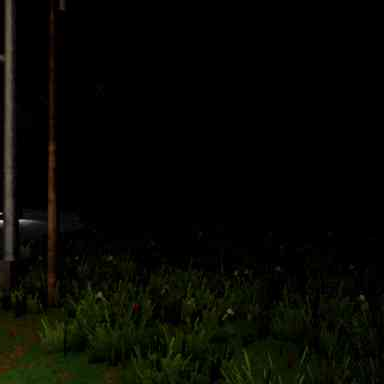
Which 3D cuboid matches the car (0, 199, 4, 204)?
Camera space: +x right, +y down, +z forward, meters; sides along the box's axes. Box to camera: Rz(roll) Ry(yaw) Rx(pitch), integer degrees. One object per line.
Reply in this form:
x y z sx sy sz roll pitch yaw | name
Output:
-16.128 1.537 28.015 1.994 1.385 4.181 0 0 -33 | car

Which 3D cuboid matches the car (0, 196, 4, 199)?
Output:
-26.062 1.325 43.696 4.553 1.767 2.097 0 0 39 | car

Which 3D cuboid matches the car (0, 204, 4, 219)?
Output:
-12.530 1.574 18.699 1.895 1.301 4.718 0 0 -13 | car
